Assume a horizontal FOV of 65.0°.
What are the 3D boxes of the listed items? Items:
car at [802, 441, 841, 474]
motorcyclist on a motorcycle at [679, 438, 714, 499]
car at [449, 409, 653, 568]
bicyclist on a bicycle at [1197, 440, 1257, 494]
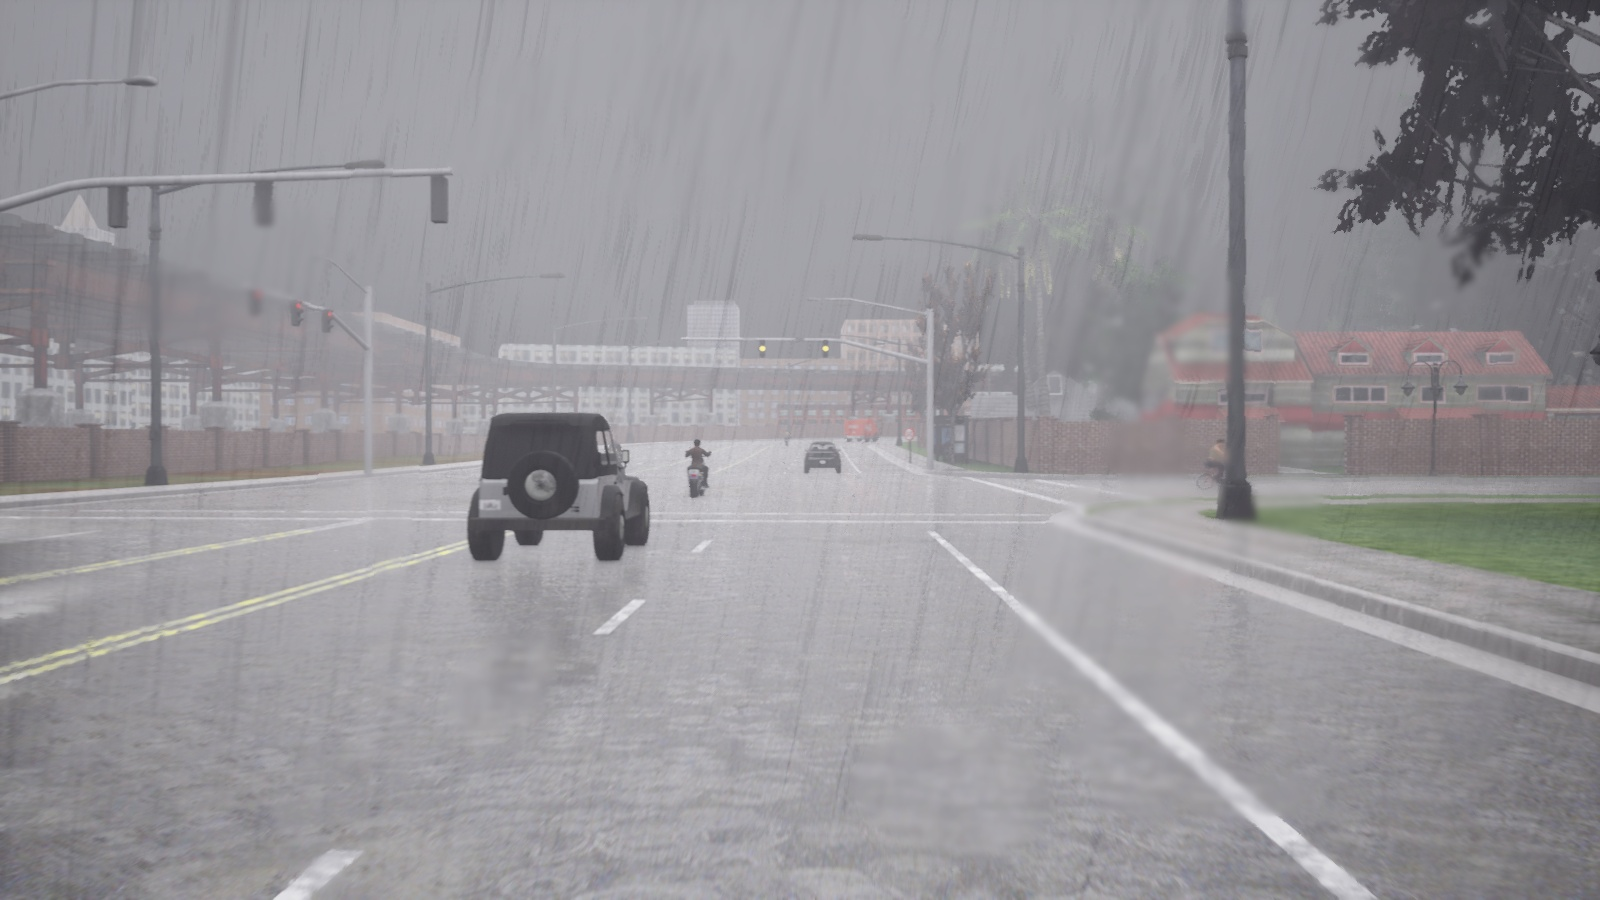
[{"bbox_3d":[1.042,0.333,60.197,1.816,1.474,4.193,0,1,1],"label":"car"},{"bbox_3d":[-2.881,0.491,35.136,0.766,1.649,2.350,0,0,1],"label":"motorcyclist on a motorcycle"},{"bbox_3d":[-3.188,0.445,16.848,1.905,1.878,3.866,0,0,1],"label":"car"},{"bbox_3d":[12.859,0.491,37.855,1.509,1.612,0.866,0,0,-2],"label":"bicyclist on a bicycle"}]
